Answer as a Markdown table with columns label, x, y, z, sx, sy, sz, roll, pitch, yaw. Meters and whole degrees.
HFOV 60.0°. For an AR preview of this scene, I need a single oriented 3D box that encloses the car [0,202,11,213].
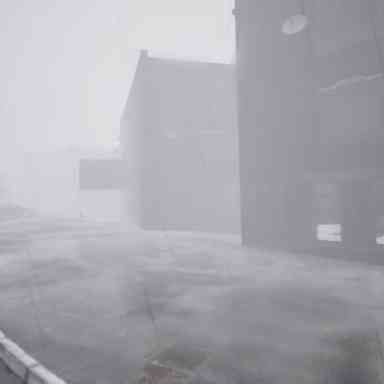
| label | x | y | z | sx | sy | sz | roll | pitch | yaw |
| --- | --- | --- | --- | --- | --- | --- | --- | --- | --- |
| car | -27.076 | 2.081 | 44.543 | 2.002 | 1.452 | 4.674 | -1 | -1 | 33 |

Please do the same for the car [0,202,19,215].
| label | x | y | z | sx | sy | sz | roll | pitch | yaw |
| --- | --- | --- | --- | --- | --- | --- | --- | --- | --- |
| car | -23.555 | 1.982 | 39.849 | 2.002 | 1.452 | 4.674 | -1 | -1 | 33 |

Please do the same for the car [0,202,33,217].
| label | x | y | z | sx | sy | sz | roll | pitch | yaw |
| --- | --- | --- | --- | --- | --- | --- | --- | --- | --- |
| car | -18.282 | 1.794 | 32.811 | 2.231 | 1.521 | 4.892 | -1 | -1 | 33 |
